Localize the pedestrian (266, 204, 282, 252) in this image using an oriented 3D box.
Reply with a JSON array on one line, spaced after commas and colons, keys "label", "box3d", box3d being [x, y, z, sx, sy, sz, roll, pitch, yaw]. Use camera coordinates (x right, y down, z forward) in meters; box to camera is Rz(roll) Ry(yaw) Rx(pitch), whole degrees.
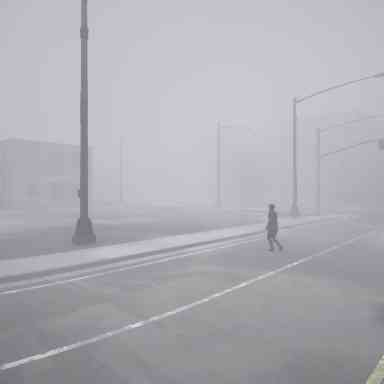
[{"label": "pedestrian", "box3d": [2.993, 1.294, 12.345, 0.375, 1.860, 0.375, 0, 0, 40]}]
